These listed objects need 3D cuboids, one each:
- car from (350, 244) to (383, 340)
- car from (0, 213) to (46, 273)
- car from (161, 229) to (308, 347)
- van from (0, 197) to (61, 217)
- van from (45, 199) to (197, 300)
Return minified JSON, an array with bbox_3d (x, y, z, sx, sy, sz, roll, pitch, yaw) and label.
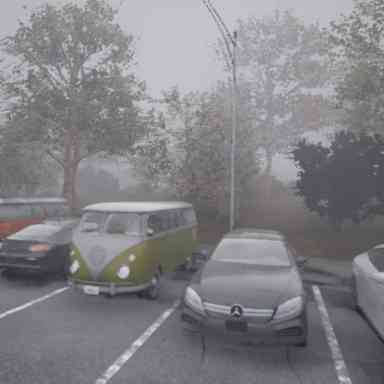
[{"bbox_3d":[3.600,1.528,4.866,2.002,1.452,4.674,1,0,15],"label":"car"},{"bbox_3d":[-3.599,1.472,9.994,2.002,1.452,4.674,0,-1,16],"label":"car"},{"bbox_3d":[1.202,1.508,6.575,2.002,1.452,4.674,1,0,16],"label":"car"},{"bbox_3d":[-5.959,1.193,11.821,1.878,1.987,4.442,0,-1,16],"label":"van"},{"bbox_3d":[-1.220,1.223,8.173,1.878,1.987,4.442,1,0,16],"label":"van"}]
